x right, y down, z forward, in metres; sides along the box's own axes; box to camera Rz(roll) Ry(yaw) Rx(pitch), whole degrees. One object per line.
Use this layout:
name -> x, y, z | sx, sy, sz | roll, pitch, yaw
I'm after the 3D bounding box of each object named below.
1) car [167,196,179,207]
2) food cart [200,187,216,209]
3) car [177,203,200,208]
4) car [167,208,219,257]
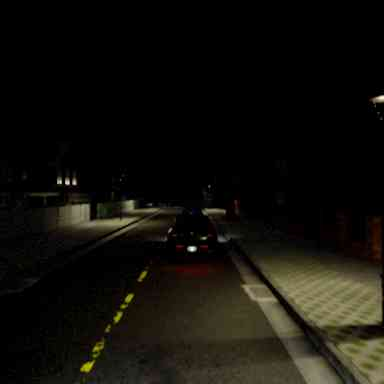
car -> -3.711, 1.857, 65.127 | 2.150, 2.045, 5.566 | 0, -1, -4
food cart -> 2.674, 1.011, 56.792 | 2.280, 3.560, 4.660 | 0, 0, -3
car -> 0.011, 1.816, 27.522 | 2.033, 1.411, 5.357 | 0, -1, 0
car -> 0.024, 1.641, 13.513 | 1.837, 1.490, 4.892 | 0, 0, 1
